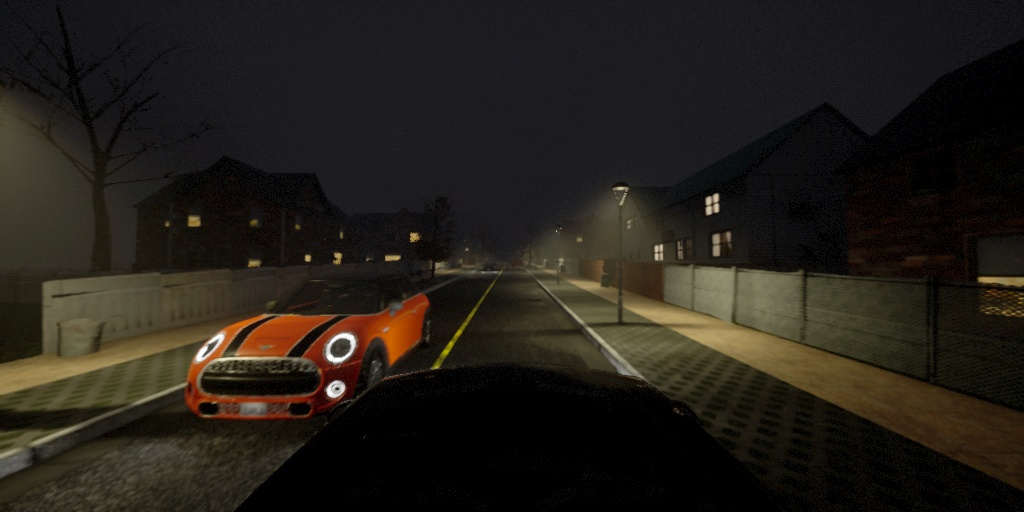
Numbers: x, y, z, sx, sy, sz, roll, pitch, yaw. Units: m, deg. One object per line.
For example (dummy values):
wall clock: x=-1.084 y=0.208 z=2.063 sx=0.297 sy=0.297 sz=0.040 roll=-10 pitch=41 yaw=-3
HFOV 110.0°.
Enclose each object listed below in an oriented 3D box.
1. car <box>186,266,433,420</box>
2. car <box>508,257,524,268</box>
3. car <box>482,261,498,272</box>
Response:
car: x=-2.843 y=1.102 z=6.200 sx=2.097 sy=1.767 sz=4.553 roll=0 pitch=0 yaw=0
car: x=0.919 y=1.054 z=62.272 sx=2.097 sy=1.767 sz=4.553 roll=-3 pitch=-1 yaw=0
car: x=-2.828 y=1.298 z=46.884 sx=2.033 sy=1.411 sz=5.357 roll=0 pitch=0 yaw=0
